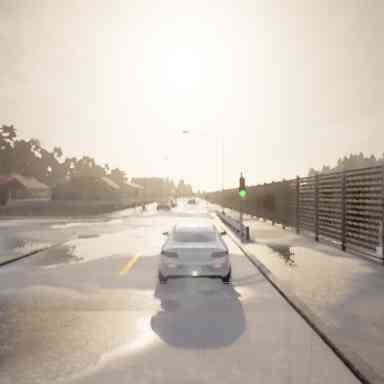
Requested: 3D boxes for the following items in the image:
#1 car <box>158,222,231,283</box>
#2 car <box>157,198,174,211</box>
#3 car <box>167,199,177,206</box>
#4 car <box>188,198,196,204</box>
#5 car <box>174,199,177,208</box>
[{"bbox_3d":[0.072,1.624,9.876,1.812,1.442,4.674,0,-1,0],"label":"car"},{"bbox_3d":[-4.123,1.961,49.326,1.882,1.535,5.008,0,-1,0],"label":"car"},{"bbox_3d":[-4.041,2.202,69.168,1.812,1.442,4.674,0,-1,0],"label":"car"},{"bbox_3d":[-0.054,2.299,83.898,1.882,1.535,5.008,0,-1,0],"label":"car"},{"bbox_3d":[-4.098,1.932,59.257,2.097,1.767,4.553,0,-1,0],"label":"car"}]
